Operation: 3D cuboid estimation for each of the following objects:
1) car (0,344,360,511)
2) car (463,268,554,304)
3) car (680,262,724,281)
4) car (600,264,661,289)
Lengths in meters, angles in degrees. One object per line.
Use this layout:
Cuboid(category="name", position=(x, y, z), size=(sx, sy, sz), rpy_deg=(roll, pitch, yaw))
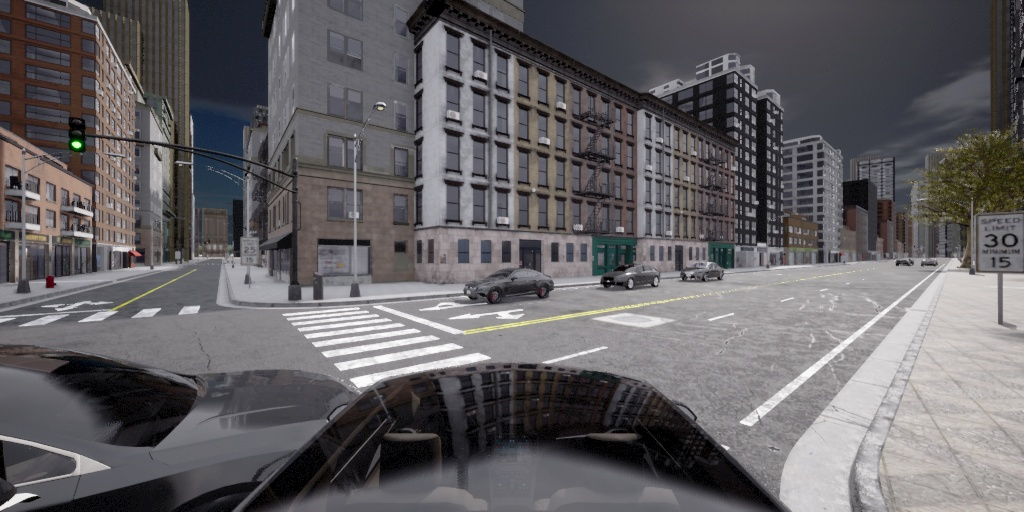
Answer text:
Cuboid(category="car", position=(-3.222, 1.257, 1.776), size=(4.892, 1.490, 1.837), rpy_deg=(0, 0, -35))
Cuboid(category="car", position=(-0.039, 1.287, 16.748), size=(4.674, 1.442, 1.812), rpy_deg=(0, 0, -39))
Cuboid(category="car", position=(15.662, 1.236, 29.443), size=(4.902, 1.511, 2.128), rpy_deg=(0, 0, -39))
Cuboid(category="car", position=(7.652, 1.258, 22.972), size=(4.892, 1.490, 1.837), rpy_deg=(0, 0, -39))
